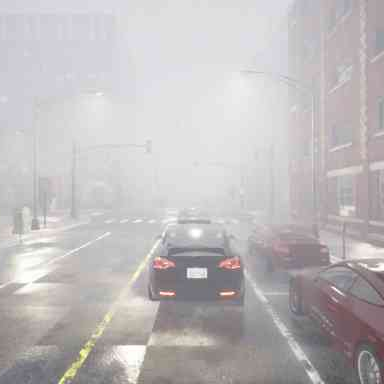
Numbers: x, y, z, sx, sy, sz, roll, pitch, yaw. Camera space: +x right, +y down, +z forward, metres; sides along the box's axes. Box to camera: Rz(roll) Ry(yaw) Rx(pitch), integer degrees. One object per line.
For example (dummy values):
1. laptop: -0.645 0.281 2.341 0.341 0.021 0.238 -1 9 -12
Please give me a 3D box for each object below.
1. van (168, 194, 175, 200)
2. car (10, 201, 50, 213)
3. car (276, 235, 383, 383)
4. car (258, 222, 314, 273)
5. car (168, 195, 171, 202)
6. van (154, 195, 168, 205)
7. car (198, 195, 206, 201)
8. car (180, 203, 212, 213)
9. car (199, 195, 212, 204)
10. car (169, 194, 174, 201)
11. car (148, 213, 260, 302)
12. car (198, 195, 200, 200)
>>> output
1. van: -5.756 1.376 93.490 1.690 1.788 3.998 1 0 0
2. car: -18.744 1.730 38.655 4.313 1.339 1.947 0 -1 0
3. car: 2.663 1.583 4.635 1.802 1.307 4.206 1 0 0
4. car: 2.828 1.585 10.291 1.802 1.307 4.206 1 0 0
5. car: -5.736 1.602 65.228 1.802 1.307 4.206 1 0 0
6. van: -5.727 1.359 59.576 1.690 1.788 3.998 1 0 0
7. car: 2.625 1.597 87.806 1.947 1.339 4.313 1 0 0
8. car: 0.086 1.552 17.608 2.033 1.411 5.357 0 0 -1
9. car: 2.650 1.544 59.715 1.752 1.417 4.829 1 0 0
10. car: -5.746 1.607 76.533 1.802 1.307 4.206 1 0 0
11. car: 0.093 1.506 8.336 2.163 1.488 4.792 0 0 0
12. car: 2.630 1.573 82.155 1.887 1.381 4.507 1 0 0
